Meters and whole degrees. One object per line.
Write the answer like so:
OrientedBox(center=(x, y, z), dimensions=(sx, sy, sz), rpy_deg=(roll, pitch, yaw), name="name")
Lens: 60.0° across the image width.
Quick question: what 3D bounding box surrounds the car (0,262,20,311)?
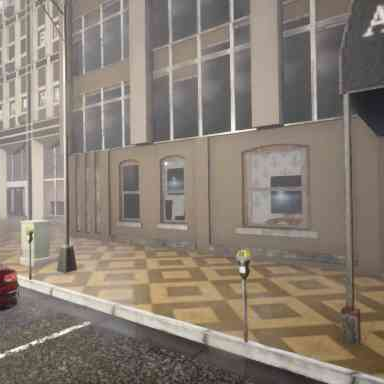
OrientedBox(center=(-4.954, 1.584, 6.419), dimensions=(4.206, 1.307, 1.802), rpy_deg=(0, -1, 36), name="car")
